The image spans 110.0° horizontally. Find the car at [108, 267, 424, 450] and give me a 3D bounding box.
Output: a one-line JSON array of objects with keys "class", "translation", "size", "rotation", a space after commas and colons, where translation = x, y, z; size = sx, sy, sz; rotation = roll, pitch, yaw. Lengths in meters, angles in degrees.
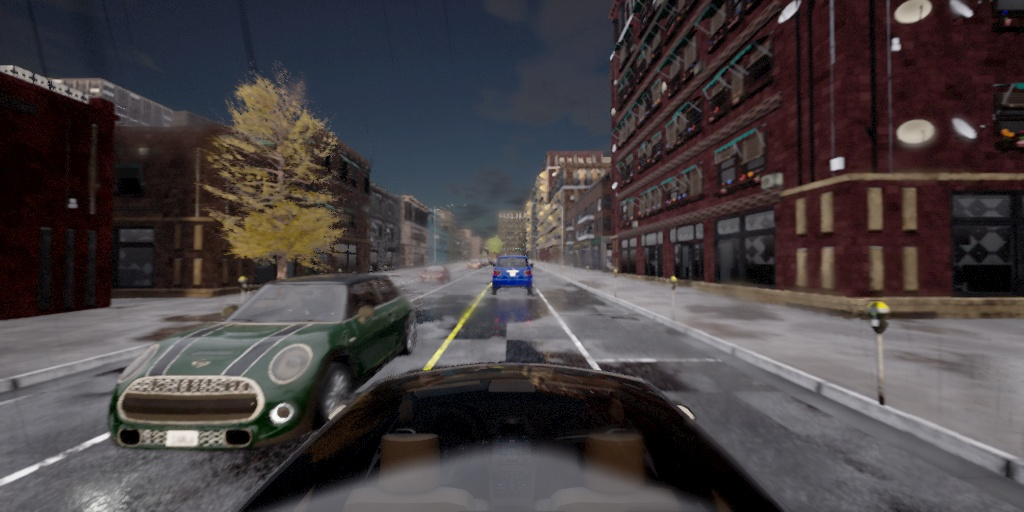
[{"class": "car", "translation": [-3.054, 1.102, 5.589], "size": [2.097, 1.767, 4.553], "rotation": [0, 0, 1]}]

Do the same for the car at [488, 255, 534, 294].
[{"class": "car", "translation": [0.054, 0.979, 20.298], "size": [2.150, 2.045, 5.566], "rotation": [0, 0, 1]}]

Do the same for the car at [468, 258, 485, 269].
[{"class": "car", "translation": [-5.688, 1.209, 55.588], "size": [1.967, 1.591, 4.097], "rotation": [0, 0, 0]}]

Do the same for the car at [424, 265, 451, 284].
[{"class": "car", "translation": [-5.689, 1.340, 27.156], "size": [1.802, 1.307, 4.207], "rotation": [0, 0, 0]}]
